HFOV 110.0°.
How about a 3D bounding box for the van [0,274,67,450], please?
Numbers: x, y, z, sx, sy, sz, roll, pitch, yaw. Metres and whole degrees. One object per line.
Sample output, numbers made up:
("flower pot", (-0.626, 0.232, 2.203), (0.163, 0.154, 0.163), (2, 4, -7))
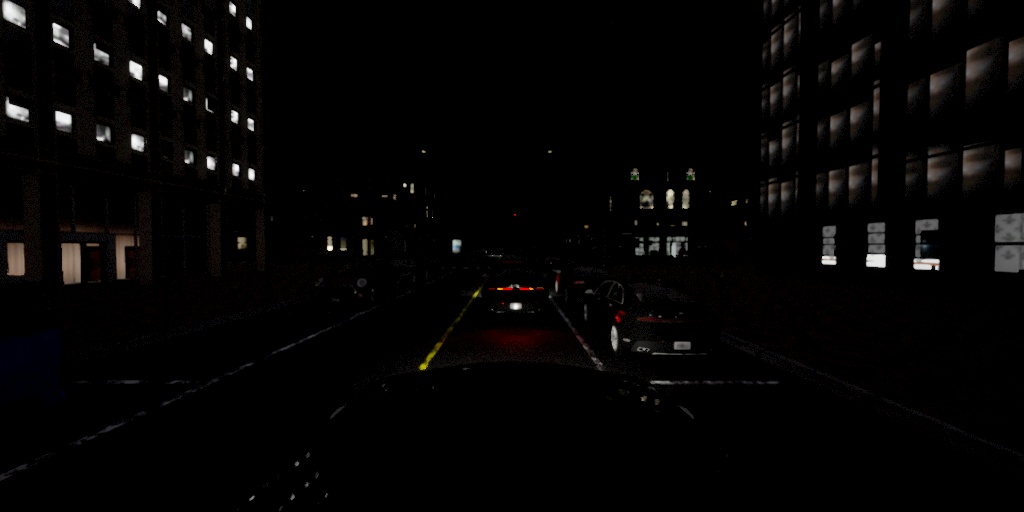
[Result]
("van", (-5.691, 1.076, 2.185), (1.690, 1.789, 3.998), (0, 0, 0))

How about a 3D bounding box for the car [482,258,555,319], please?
("car", (0.096, 0.960, 11.381), (1.837, 1.490, 4.892), (0, 1, 0))

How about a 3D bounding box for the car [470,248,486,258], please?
("car", (-5.702, -0.349, 57.314), (1.802, 1.307, 4.207), (0, 0, 0))

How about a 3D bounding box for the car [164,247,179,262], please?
("car", (-36.496, 0.045, 37.482), (4.403, 1.370, 2.007), (0, 0, 1))

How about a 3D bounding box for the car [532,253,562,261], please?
("car", (2.686, 0.598, 24.927), (2.007, 1.370, 4.403), (0, 0, 0))

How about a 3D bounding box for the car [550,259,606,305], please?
("car", (2.688, 0.937, 13.549), (1.888, 1.381, 4.507), (0, 0, 0))

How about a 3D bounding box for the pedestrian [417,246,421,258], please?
("pedestrian", (-12.562, -0.533, 48.417), (0.375, 1.860, 0.375), (0, 1, 1))

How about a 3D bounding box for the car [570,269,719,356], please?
("car", (2.689, 1.114, 7.859), (2.007, 1.370, 4.403), (0, 0, 0))

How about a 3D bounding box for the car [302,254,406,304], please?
("car", (-5.693, 0.831, 13.564), (1.967, 1.591, 4.097), (0, 0, 0))

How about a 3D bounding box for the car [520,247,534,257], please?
("car", (2.679, -0.365, 57.303), (1.948, 1.339, 4.313), (0, 0, 0))

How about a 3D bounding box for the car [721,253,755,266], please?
("car", (23.635, 0.377, 36.542), (4.207, 1.307, 1.802), (0, 0, 1))

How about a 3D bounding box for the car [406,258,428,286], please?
("car", (-5.694, 0.770, 19.254), (2.007, 1.370, 4.403), (0, 0, 0))

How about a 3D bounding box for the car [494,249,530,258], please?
("car", (0.090, 0.531, 24.727), (1.882, 1.535, 5.008), (0, 2, 2))

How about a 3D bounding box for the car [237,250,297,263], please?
("car", (-25.423, 0.096, 37.315), (4.403, 1.370, 2.007), (0, 0, 1))

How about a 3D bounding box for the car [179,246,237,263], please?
("car", (-30.959, -0.166, 37.399), (5.009, 1.841, 2.192), (0, 0, 1))

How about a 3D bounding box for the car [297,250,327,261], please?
("car", (-25.463, -0.137, 45.695), (4.829, 1.417, 1.751), (0, 0, 1))
